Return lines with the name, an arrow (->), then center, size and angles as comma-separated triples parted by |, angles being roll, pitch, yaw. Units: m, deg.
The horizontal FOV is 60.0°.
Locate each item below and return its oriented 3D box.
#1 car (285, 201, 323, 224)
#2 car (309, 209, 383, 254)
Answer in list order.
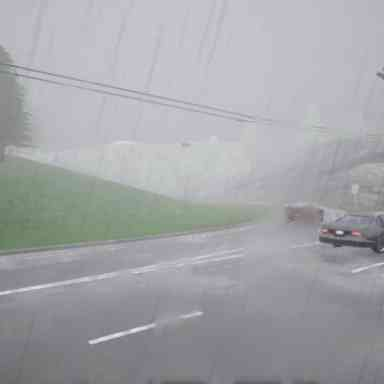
car -> 7.898, 1.361, 23.155 | 1.882, 1.535, 5.008 | 0, 0, 29
car -> 7.263, 1.468, 13.228 | 5.357, 1.411, 2.033 | 0, 0, -36
